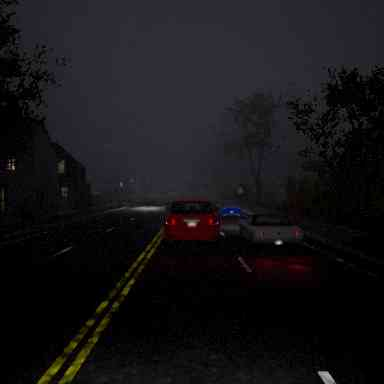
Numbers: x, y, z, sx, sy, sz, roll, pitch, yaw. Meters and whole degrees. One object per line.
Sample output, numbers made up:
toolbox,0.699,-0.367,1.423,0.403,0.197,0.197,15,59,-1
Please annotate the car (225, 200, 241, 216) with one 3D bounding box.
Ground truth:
car,3.250,1.470,29.652,1.882,1.535,5.008,0,0,0

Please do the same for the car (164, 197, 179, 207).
car,-3.250,1.561,53.652,2.033,1.411,5.357,0,0,0

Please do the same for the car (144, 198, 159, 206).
car,-6.499,1.614,53.621,1.895,1.301,4.718,0,0,0

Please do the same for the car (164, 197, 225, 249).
car,0.001,1.251,14.680,2.150,2.045,5.566,0,0,0

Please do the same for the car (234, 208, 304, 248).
car,3.250,1.609,14.681,1.895,1.301,4.718,0,0,0

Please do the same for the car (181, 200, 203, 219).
car,0.000,1.518,29.651,1.812,1.442,4.674,0,0,0
